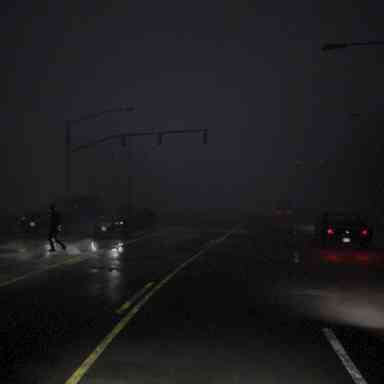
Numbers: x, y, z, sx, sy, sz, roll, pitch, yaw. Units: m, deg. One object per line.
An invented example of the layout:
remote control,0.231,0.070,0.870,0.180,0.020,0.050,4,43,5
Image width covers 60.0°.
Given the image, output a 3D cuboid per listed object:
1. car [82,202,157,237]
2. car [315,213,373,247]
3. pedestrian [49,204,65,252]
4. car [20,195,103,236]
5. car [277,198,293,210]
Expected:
car,-3.513,1.489,18.269,2.128,1.511,4.902,0,0,17
car,6.725,1.601,15.261,1.895,1.301,4.718,0,0,16
pedestrian,-5.116,1.294,12.397,0.375,1.860,0.375,0,0,15
car,-6.986,1.223,18.882,2.150,2.045,5.566,0,0,17
car,11.851,1.442,42.434,2.128,1.511,4.902,0,0,18
